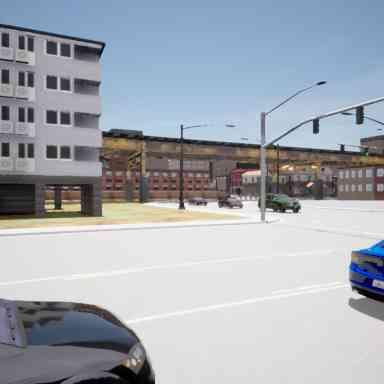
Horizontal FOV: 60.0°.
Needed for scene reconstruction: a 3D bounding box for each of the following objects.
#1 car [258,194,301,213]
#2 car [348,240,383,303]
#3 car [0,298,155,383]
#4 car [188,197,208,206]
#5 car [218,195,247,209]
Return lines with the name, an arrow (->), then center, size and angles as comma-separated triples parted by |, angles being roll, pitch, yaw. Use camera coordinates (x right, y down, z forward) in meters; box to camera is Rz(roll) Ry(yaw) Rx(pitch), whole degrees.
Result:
car -> 9.651, 1.222, 37.283 | 2.150, 2.045, 5.566 | 0, 0, -26
car -> 5.560, 1.478, 6.910 | 5.008, 1.535, 1.882 | 0, 0, -25
car -> -2.418, 1.564, 2.758 | 4.181, 1.385, 1.994 | 0, 0, -32
car -> 0.858, 1.547, 55.887 | 2.033, 1.411, 5.357 | 0, 0, -20
car -> 5.278, 1.526, 46.437 | 1.812, 1.442, 4.674 | 0, 0, -25
